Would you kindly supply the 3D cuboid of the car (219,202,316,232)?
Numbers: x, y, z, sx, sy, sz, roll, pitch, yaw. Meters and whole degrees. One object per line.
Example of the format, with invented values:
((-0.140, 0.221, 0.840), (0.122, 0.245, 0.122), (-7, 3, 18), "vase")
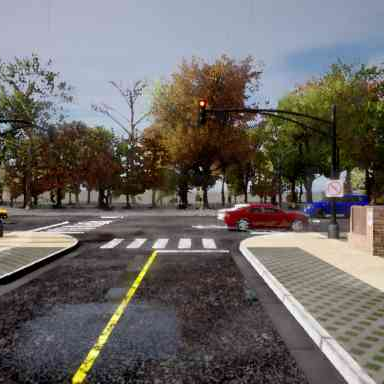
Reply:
((4.327, 1.490, 19.678), (5.008, 1.535, 1.882), (0, 0, 0), "car")

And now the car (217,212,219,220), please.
((4.086, 1.542, 22.922), (4.674, 1.442, 1.812), (0, 0, 0), "car")

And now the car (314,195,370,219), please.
((12.853, 1.279, 29.626), (5.566, 2.045, 2.150), (0, 0, 0), "car")

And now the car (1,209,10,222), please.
((-15.291, 1.423, 22.940), (5.008, 1.535, 1.882), (0, 0, 0), "car")
